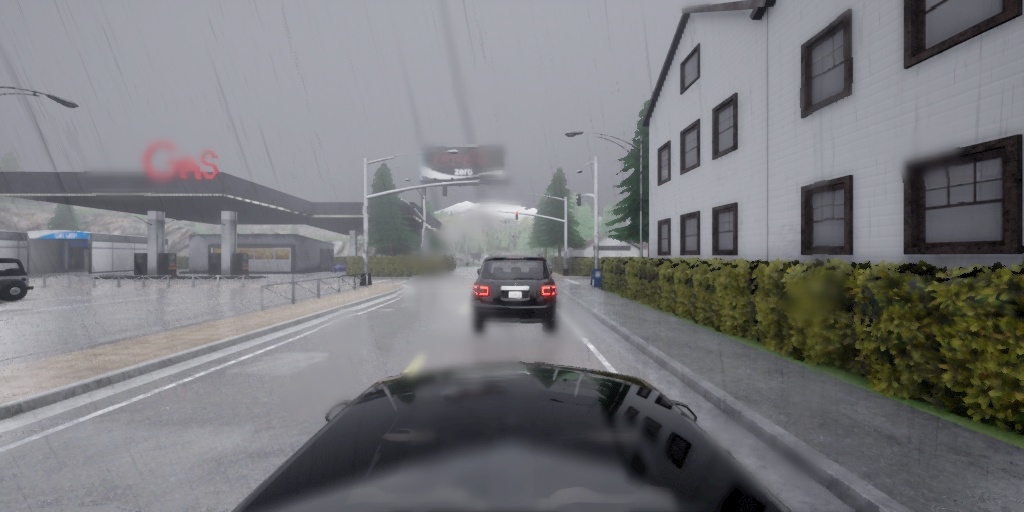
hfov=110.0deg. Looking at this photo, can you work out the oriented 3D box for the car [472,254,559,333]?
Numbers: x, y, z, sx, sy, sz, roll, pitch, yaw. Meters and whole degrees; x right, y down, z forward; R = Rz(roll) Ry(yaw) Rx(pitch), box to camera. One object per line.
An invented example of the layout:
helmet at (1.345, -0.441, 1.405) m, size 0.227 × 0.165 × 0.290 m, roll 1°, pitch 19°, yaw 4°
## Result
car at (0.085, 0.971, 10.829) m, size 2.150 × 2.045 × 5.566 m, roll 0°, pitch 0°, yaw 0°
